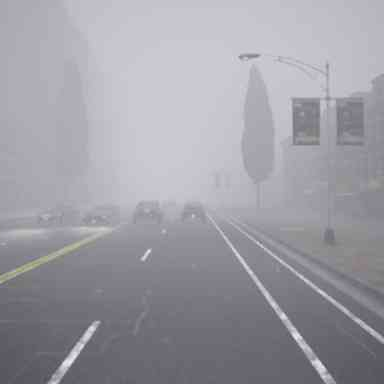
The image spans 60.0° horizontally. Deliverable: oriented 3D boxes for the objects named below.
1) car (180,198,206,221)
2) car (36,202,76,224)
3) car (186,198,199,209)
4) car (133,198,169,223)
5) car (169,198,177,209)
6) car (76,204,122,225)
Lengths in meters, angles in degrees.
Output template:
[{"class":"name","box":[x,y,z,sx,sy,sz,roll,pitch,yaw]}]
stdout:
[{"class":"car","box":[0.096,1.528,27.109,1.837,1.490,4.892,0,0,0]},{"class":"car","box":[-9.755,1.515,24.610,2.128,1.511,4.902,0,0,0]},{"class":"car","box":[0.091,1.627,47.903,1.837,1.490,4.892,0,0,0]},{"class":"car","box":[-3.153,1.371,25.413,2.097,1.767,4.553,0,0,0]},{"class":"car","box":[-3.159,1.639,46.973,1.812,1.442,4.674,0,0,0]},{"class":"car","box":[-6.504,1.571,24.674,2.033,1.411,5.357,0,0,0]}]
